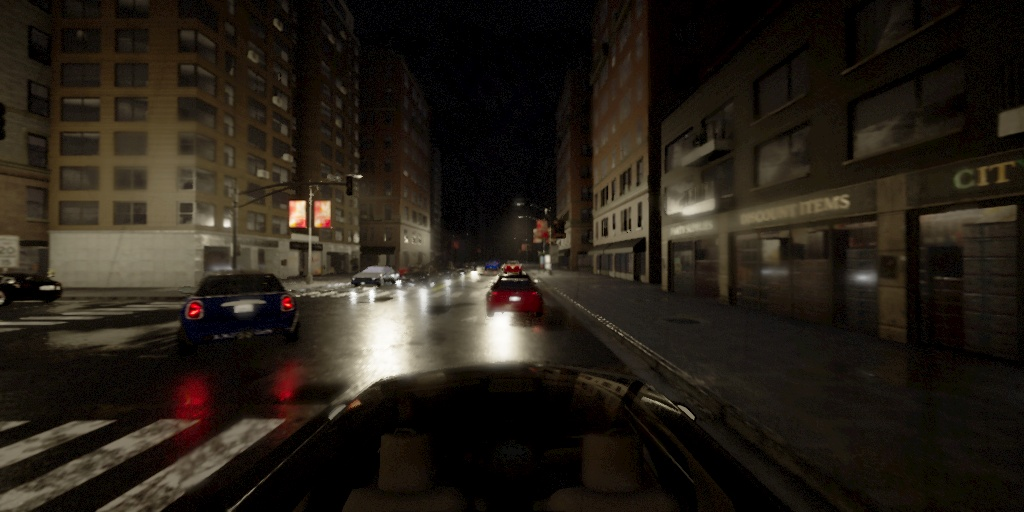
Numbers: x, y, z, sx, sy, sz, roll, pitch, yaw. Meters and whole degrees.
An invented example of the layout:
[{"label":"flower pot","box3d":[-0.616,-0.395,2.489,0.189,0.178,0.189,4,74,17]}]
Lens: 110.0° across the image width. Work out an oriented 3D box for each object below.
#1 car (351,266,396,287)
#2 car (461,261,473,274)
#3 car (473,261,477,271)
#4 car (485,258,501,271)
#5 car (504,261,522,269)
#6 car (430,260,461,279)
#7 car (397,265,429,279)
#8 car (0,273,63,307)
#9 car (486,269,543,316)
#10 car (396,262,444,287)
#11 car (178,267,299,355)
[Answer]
[{"label":"car","box3d":[-9.849,1.439,26.341,2.033,1.411,5.357,0,0,0]},{"label":"car","box3d":[-6.516,1.509,45.350,1.837,1.490,4.892,0,0,1]},{"label":"car","box3d":[-6.498,1.571,55.382,1.837,1.490,4.892,0,0,0]},{"label":"car","box3d":[-3.247,1.553,56.842,1.882,1.535,5.008,0,0,0]},{"label":"car","box3d":[0.102,1.335,41.765,2.097,1.767,4.553,0,0,0]},{"label":"car","box3d":[-6.584,1.449,35.366,1.837,1.490,4.892,0,0,0]},{"label":"car","box3d":[-9.830,1.549,35.932,1.895,1.301,4.718,0,0,0]},{"label":"car","box3d":[-22.148,1.413,15.431,4.313,1.339,1.948,0,0,0]},{"label":"car","box3d":[0.099,1.382,13.708,1.994,1.385,4.181,0,0,0]},{"label":"car","box3d":[-6.596,1.396,26.254,1.837,1.490,4.892,0,0,0]},{"label":"car","box3d":[-7.027,1.143,9.169,2.097,1.767,4.553,0,0,-41]}]
